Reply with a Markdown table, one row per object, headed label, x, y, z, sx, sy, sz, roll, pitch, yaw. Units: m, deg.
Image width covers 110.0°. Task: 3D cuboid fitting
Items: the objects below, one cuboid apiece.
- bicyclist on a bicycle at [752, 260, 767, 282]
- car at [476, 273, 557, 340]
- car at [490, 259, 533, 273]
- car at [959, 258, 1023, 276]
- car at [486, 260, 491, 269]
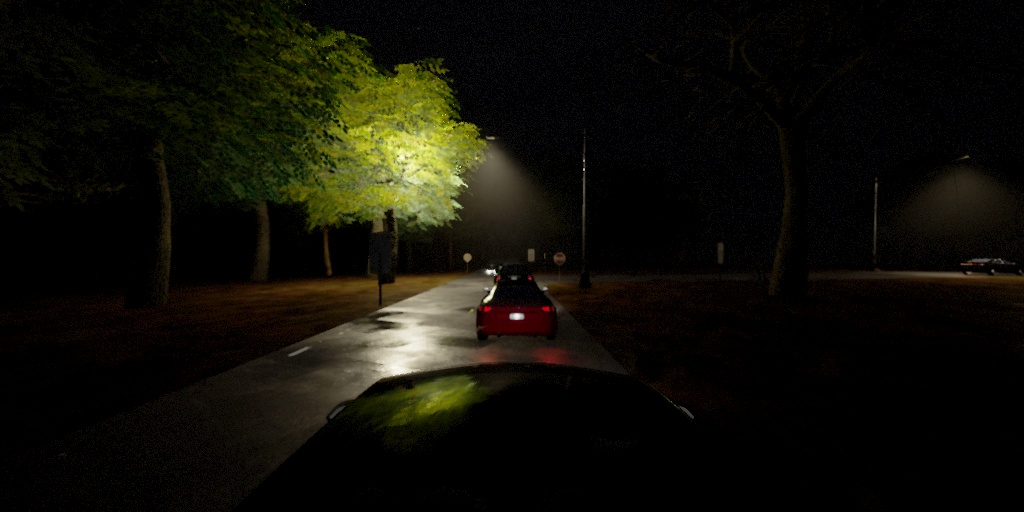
| label | x | y | z | sx | sy | sz | roll | pitch | yaw |
| --- | --- | --- | --- | --- | --- | --- | --- | --- | --- |
| bicyclist on a bicycle | 18.587 | 1.125 | 27.012 | 0.582 | 1.620 | 1.656 | -1 | -1 | 0 |
| car | 0.109 | 1.343 | 10.118 | 1.994 | 1.385 | 4.181 | 0 | 0 | 0 |
| car | 0.113 | 1.157 | 19.878 | 2.097 | 1.767 | 4.553 | 0 | 0 | 0 |
| car | 42.513 | 0.953 | 31.722 | 4.902 | 1.511 | 2.128 | 0 | 1 | -7 |
| car | -2.975 | 1.318 | 56.672 | 2.128 | 1.511 | 4.902 | 0 | 0 | 1 |
